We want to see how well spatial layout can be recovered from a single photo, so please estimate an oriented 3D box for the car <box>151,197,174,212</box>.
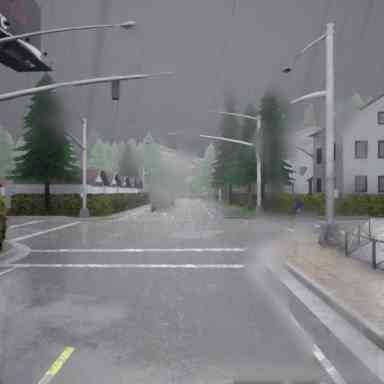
[{"bbox_3d":[-3.568,1.547,38.440,2.033,1.411,5.357,0,0,0],"label":"car"}]
